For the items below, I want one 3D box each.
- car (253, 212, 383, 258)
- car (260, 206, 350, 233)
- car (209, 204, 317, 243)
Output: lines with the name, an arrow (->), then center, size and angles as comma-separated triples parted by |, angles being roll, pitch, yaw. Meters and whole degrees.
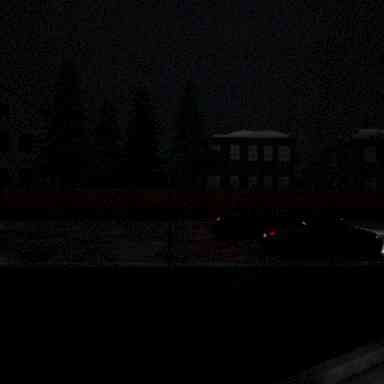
car -> 4.676, 1.588, 12.342 | 4.181, 1.385, 1.994 | 0, 0, -2
car -> 6.486, 1.560, 19.433 | 4.674, 1.442, 1.812 | 0, 0, -3
car -> 3.148, 1.366, 15.779 | 4.553, 1.767, 2.097 | 0, 0, -3
